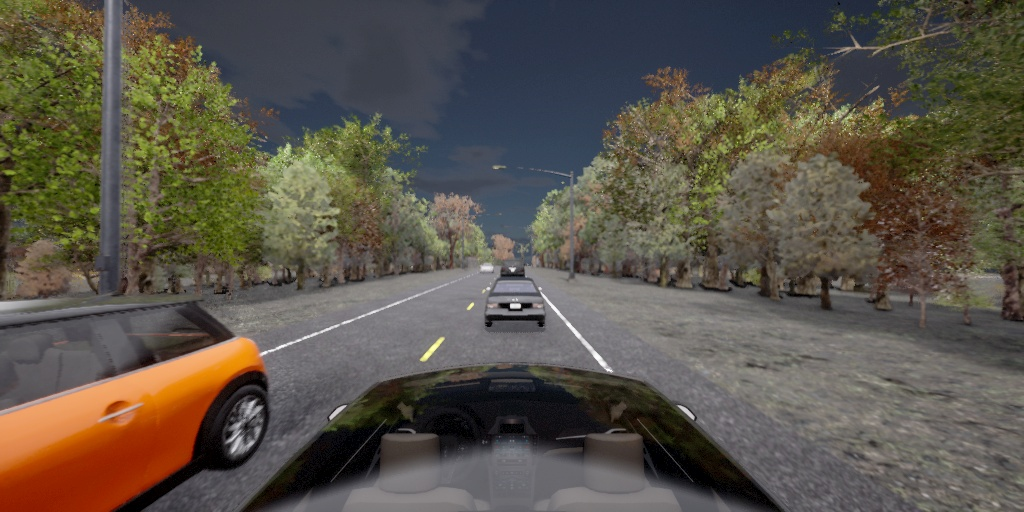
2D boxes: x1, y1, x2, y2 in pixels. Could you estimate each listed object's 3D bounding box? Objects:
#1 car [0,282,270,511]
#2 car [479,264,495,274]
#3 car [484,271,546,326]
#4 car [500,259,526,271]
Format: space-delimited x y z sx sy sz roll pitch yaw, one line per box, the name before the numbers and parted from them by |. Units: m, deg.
car | -3.600 1.104 1.856 2.097 1.767 4.553 0 -1 0
car | -3.634 1.850 52.576 1.812 1.442 4.674 0 -1 0
car | 0.088 1.415 12.146 2.033 1.411 5.357 0 -1 0
car | 0.063 1.322 32.605 2.150 2.045 5.566 0 0 0
